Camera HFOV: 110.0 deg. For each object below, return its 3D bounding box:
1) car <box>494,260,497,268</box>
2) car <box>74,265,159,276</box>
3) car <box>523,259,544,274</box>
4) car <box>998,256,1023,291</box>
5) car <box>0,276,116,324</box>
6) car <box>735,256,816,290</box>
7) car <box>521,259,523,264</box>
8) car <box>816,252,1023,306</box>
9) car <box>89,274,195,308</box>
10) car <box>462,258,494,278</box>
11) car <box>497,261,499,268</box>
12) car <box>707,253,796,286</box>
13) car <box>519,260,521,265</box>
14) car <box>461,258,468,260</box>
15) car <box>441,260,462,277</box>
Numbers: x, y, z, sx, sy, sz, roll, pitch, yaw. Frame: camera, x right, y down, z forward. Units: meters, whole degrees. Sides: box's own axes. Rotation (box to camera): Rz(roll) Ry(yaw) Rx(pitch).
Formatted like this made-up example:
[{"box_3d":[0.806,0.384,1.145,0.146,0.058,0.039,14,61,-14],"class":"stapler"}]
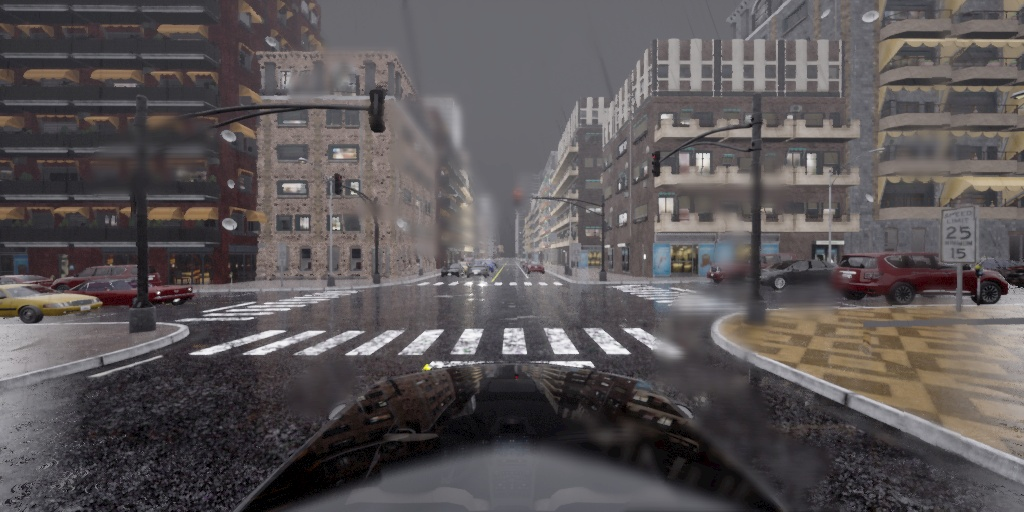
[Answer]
[{"box_3d":[-3.185,1.237,44.232,1.882,1.535,5.008,0,0,0],"class":"car"},{"box_3d":[-23.638,1.462,21.088,5.009,1.841,2.192,0,0,-1],"class":"car"},{"box_3d":[2.611,1.198,40.855,1.967,1.591,4.097,0,0,0],"class":"car"},{"box_3d":[25.253,0.734,15.855,5.008,1.535,1.882,-1,0,-1],"class":"car"},{"box_3d":[-17.652,1.585,12.804,4.829,1.417,1.751,0,0,-1],"class":"car"},{"box_3d":[14.936,0.947,18.944,4.892,1.490,1.837,-1,0,-1],"class":"car"},{"box_3d":[2.600,1.200,46.537,1.967,1.591,4.097,0,0,0],"class":"car"},{"box_3d":[14.687,0.775,13.151,5.009,1.841,2.192,0,0,-1],"class":"car"},{"box_3d":[-16.628,1.633,15.400,4.718,1.301,1.895,-1,0,0],"class":"car"},{"box_3d":[-3.165,1.247,34.029,2.128,1.511,4.902,0,0,0],"class":"car"},{"box_3d":[-3.190,1.368,59.332,1.895,1.301,4.718,0,0,0],"class":"car"},{"box_3d":[14.536,0.759,21.530,5.009,1.841,2.192,0,0,-1],"class":"car"},{"box_3d":[2.577,1.349,57.902,1.802,1.307,4.207,0,0,0],"class":"car"},{"box_3d":[-5.769,1.284,40.666,1.751,1.417,4.829,0,0,0],"class":"car"},{"box_3d":[-5.757,1.322,35.154,1.948,1.339,4.313,0,0,0],"class":"car"}]
